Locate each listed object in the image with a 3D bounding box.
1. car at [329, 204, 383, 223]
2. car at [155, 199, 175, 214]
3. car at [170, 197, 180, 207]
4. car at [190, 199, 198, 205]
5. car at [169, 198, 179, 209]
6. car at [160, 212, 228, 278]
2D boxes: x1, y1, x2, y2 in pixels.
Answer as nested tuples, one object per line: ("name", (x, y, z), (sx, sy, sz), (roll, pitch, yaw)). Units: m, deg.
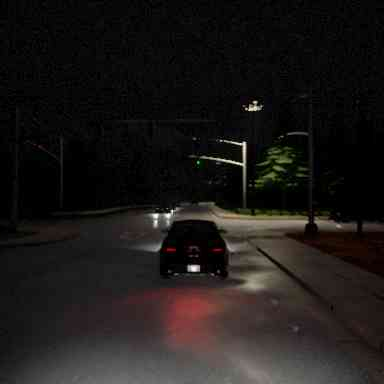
("car", (14.268, 1.822, 28.179), (5.008, 1.535, 1.882), (0, -1, 1))
("car", (-3.630, 1.989, 42.968), (1.837, 1.490, 4.892), (0, -1, 0))
("car", (-3.482, 1.942, 64.048), (2.150, 2.045, 5.566), (0, -1, 1))
("car", (0.582, 2.456, 81.427), (2.033, 1.411, 5.357), (0, -1, 2))
("car", (-3.622, 2.149, 53.414), (2.033, 1.411, 5.357), (0, -1, 0))
("car", (0.061, 1.622, 10.519), (1.837, 1.490, 4.892), (0, 0, 0))
